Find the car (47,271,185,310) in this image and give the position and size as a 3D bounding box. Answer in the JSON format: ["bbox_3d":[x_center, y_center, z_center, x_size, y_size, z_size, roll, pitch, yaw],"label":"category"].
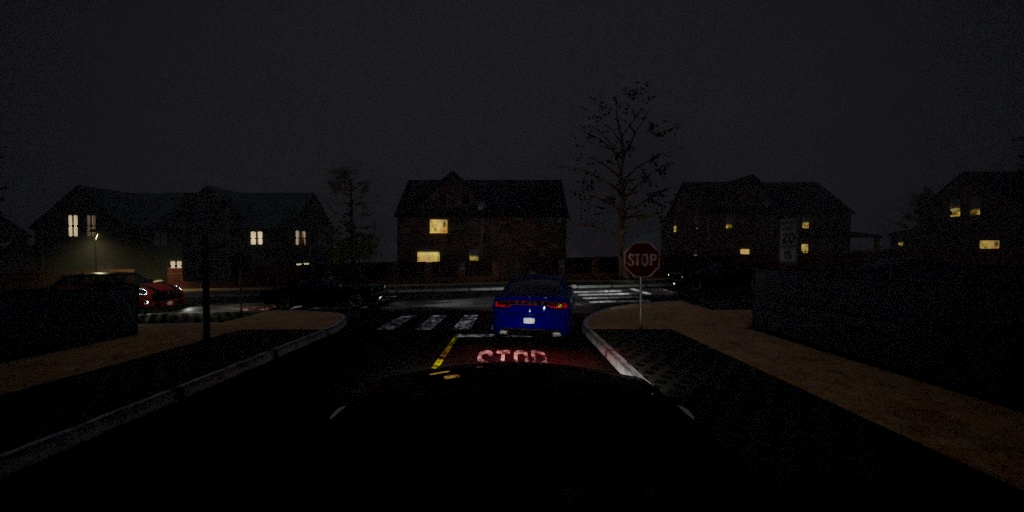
[{"bbox_3d":[-16.807,1.470,15.250,4.553,1.767,2.097,-1,1,0],"label":"car"}]

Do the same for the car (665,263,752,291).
[{"bbox_3d":[10.401,1.033,18.202,4.718,1.301,1.895,-1,1,-1],"label":"car"}]

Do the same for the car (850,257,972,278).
[{"bbox_3d":[20.046,0.752,18.243,5.357,1.411,2.033,-1,1,0],"label":"car"}]

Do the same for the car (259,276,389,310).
[{"bbox_3d":[-7.820,1.505,15.263,4.718,1.301,1.895,-1,1,0],"label":"car"}]

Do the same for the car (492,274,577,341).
[{"bbox_3d":[0.781,1.226,10.061,1.882,1.535,5.008,0,0,10],"label":"car"}]
